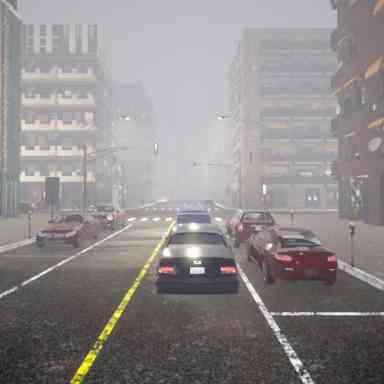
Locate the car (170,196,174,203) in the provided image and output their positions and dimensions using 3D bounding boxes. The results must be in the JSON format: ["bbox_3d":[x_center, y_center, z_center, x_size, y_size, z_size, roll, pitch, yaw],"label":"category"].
[{"bbox_3d":[-5.278,1.534,69.696,1.752,1.417,4.829,1,0,0],"label":"car"}]

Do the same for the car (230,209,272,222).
[{"bbox_3d":[2.581,1.443,14.781,1.967,1.590,4.097,1,0,0],"label":"car"}]

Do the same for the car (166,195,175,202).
[{"bbox_3d":[-5.274,1.554,81.208,1.887,1.381,4.507,1,0,0],"label":"car"}]

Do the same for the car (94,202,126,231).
[{"bbox_3d":[-5.305,1.444,20.311,1.967,1.590,4.097,1,0,0],"label":"car"}]

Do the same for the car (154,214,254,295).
[{"bbox_3d":[0.104,1.549,8.888,2.033,1.411,5.357,0,0,0],"label":"car"}]

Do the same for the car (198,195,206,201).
[{"bbox_3d":[2.609,1.560,86.905,2.008,1.369,4.403,1,0,0],"label":"car"}]

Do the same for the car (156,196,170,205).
[{"bbox_3d":[-5.283,1.533,58.354,1.752,1.417,4.829,1,0,0],"label":"car"}]

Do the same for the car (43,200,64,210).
[{"bbox_3d":[-17.608,1.589,39.703,4.313,1.339,1.947,0,-1,0],"label":"car"}]

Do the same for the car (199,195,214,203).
[{"bbox_3d":[2.595,1.558,52.880,2.008,1.369,4.403,1,0,0],"label":"car"}]

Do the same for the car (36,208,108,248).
[{"bbox_3d":[-5.305,1.585,14.762,1.802,1.307,4.206,1,0,0],"label":"car"}]

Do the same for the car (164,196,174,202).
[{"bbox_3d":[-5.276,1.575,75.537,1.947,1.339,4.313,1,0,0],"label":"car"}]

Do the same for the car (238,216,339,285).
[{"bbox_3d":[2.577,1.584,9.231,1.802,1.307,4.206,1,0,0],"label":"car"}]

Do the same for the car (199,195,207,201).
[{"bbox_3d":[2.607,1.554,81.235,1.887,1.381,4.507,1,0,0],"label":"car"}]

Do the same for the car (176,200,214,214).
[{"bbox_3d":[0.100,1.482,19.740,1.882,1.535,5.008,0,0,0],"label":"car"}]

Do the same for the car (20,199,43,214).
[{"bbox_3d":[-17.549,1.240,31.827,5.009,1.841,2.192,0,-1,0],"label":"car"}]
